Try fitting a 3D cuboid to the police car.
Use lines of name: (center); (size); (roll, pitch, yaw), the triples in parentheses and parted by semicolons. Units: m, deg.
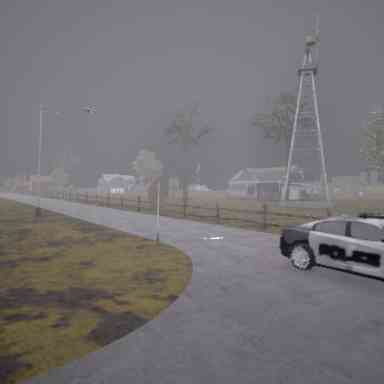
police car: (4.529, 1.309, 8.026); (1.930, 1.638, 5.238); (2, 0, -35)
